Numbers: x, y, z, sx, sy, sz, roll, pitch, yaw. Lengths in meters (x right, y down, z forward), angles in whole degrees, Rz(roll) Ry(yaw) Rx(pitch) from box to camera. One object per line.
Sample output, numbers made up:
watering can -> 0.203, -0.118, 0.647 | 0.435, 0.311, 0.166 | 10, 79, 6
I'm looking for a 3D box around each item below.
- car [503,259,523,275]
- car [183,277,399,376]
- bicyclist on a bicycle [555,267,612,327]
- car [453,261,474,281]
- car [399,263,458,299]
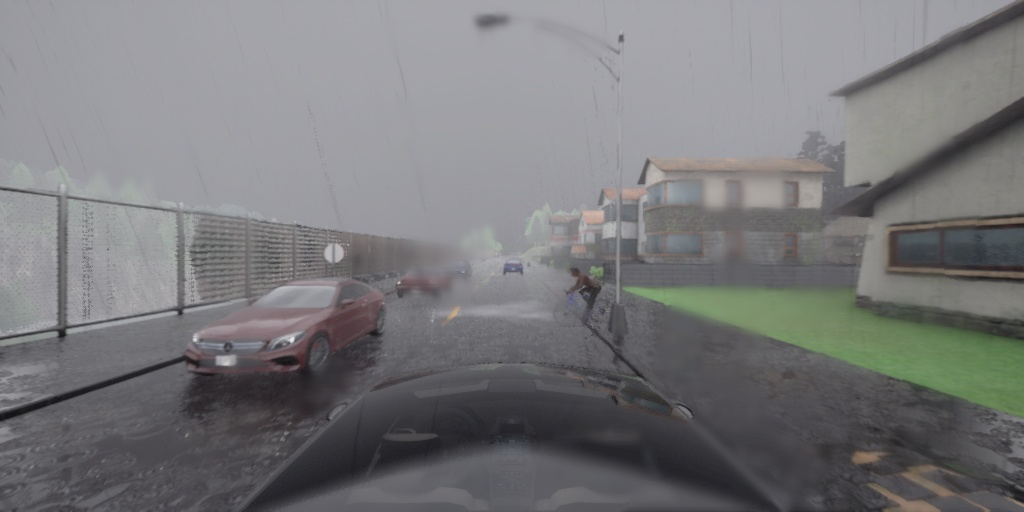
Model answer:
car -> 0.135, 1.032, 36.015 | 1.882, 1.535, 5.008 | 1, 0, 0
car -> -4.031, 1.200, 7.375 | 1.812, 1.442, 4.674 | 1, 0, 0
bicyclist on a bicycle -> 1.952, 1.108, 9.846 | 1.656, 1.620, 0.582 | -5, 0, 0
car -> -4.049, 1.103, 28.076 | 2.033, 1.411, 5.357 | 1, 0, 0
car -> -4.056, 1.217, 17.422 | 1.895, 1.301, 4.718 | 1, 0, 0
